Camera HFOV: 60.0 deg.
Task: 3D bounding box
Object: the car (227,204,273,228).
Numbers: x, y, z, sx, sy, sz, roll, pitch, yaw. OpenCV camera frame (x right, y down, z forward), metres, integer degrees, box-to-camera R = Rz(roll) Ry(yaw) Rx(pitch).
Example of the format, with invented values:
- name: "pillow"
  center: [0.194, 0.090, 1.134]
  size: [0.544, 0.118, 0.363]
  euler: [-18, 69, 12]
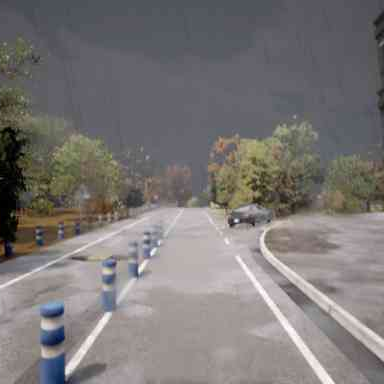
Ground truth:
- name: "car"
  center: [4.007, 1.579, 22.850]
  size: [1.812, 1.442, 4.674]
  euler: [-6, -2, 32]
